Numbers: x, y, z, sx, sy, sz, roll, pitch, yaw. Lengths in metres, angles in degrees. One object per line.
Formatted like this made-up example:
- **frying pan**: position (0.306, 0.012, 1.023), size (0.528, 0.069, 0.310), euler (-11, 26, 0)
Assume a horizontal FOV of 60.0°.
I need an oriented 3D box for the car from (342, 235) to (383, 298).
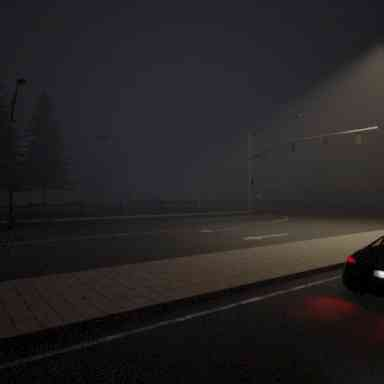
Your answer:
- **car**: position (5.317, 1.562, 7.577), size (4.181, 1.385, 1.994), euler (0, 0, -35)
